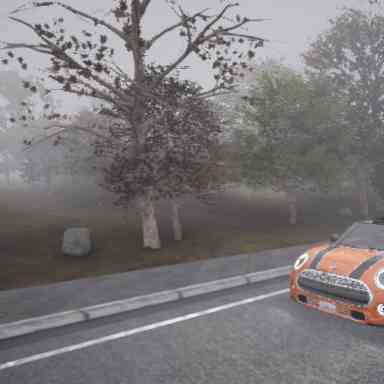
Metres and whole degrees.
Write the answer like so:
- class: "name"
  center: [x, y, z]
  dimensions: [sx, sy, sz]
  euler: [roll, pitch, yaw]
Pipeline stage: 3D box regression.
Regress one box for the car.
- class: "car"
  center: [4.117, 1.337, 6.899]
  dimensions: [4.553, 1.767, 2.097]
  euler: [0, 0, -35]
